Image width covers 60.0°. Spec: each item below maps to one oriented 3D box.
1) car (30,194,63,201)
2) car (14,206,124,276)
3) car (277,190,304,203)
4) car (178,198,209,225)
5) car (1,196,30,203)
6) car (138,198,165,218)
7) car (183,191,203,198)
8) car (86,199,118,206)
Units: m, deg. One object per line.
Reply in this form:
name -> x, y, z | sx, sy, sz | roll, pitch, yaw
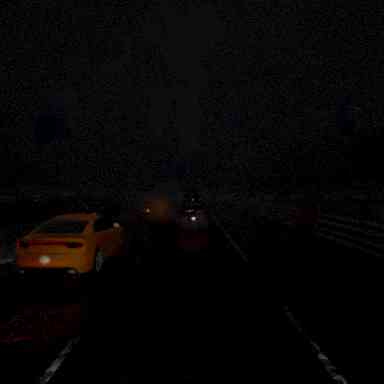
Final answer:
car -> -17.591, 1.061, 41.161 | 2.097, 1.767, 4.553 | 0, 0, 0
car -> -3.401, 1.410, 10.176 | 1.882, 1.535, 5.008 | 0, 0, 0
car -> 15.684, 0.678, 52.870 | 2.150, 2.045, 5.566 | 0, -1, -18
car -> 0.098, 1.350, 22.524 | 1.837, 1.490, 4.892 | 0, 0, 0
car -> -21.094, 1.221, 40.119 | 1.837, 1.490, 4.892 | 0, 0, 0
car -> -3.402, 1.282, 28.347 | 1.882, 1.535, 5.008 | 0, 0, 0
car -> 0.097, 0.941, 39.941 | 2.150, 2.045, 5.566 | 0, 1, 0
car -> -6.902, 1.315, 25.702 | 2.128, 1.511, 4.902 | 0, 0, 0
